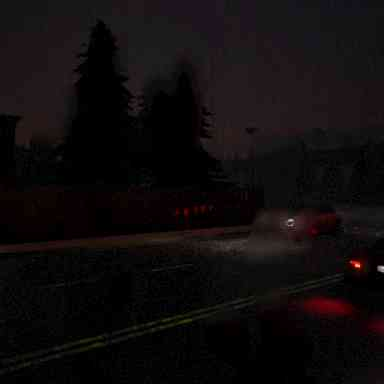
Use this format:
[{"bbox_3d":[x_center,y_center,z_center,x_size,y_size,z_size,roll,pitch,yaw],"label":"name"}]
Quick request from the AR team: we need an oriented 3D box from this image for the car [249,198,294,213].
[{"bbox_3d":[9.060,1.491,38.287,2.128,1.511,4.902,0,0,-35],"label":"car"}]

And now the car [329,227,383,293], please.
[{"bbox_3d":[5.770,1.547,7.888,5.357,1.411,2.033,0,0,-35],"label":"car"}]

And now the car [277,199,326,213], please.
[{"bbox_3d":[12.744,1.547,39.139,2.033,1.411,5.357,0,0,-35],"label":"car"}]

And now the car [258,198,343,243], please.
[{"bbox_3d":[5.365,1.352,16.318,4.553,1.767,2.097,0,0,-36],"label":"car"}]
